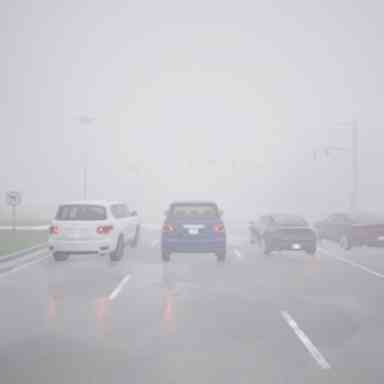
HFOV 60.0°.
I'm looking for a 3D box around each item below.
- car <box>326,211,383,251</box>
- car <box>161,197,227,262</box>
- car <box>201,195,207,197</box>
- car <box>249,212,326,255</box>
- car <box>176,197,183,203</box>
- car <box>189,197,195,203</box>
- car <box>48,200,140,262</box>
[{"bbox_3d":[7.076,1.593,14.838,1.882,1.535,5.008,0,0,0],"label":"car"},{"bbox_3d":[0.065,1.319,12.758,2.150,2.045,5.566,0,-1,0],"label":"car"},{"bbox_3d":[3.446,1.956,95.130,2.150,2.045,5.566,0,0,0],"label":"car"},{"bbox_3d":[3.572,1.612,13.764,1.837,1.490,4.892,0,0,0],"label":"car"},{"bbox_3d":[-3.554,2.258,95.509,1.812,1.442,4.674,0,0,0],"label":"car"},{"bbox_3d":[-0.054,2.230,95.095,1.837,1.490,4.892,0,0,0],"label":"car"},{"bbox_3d":[-3.435,1.320,12.659,2.150,2.045,5.566,0,0,0],"label":"car"}]
